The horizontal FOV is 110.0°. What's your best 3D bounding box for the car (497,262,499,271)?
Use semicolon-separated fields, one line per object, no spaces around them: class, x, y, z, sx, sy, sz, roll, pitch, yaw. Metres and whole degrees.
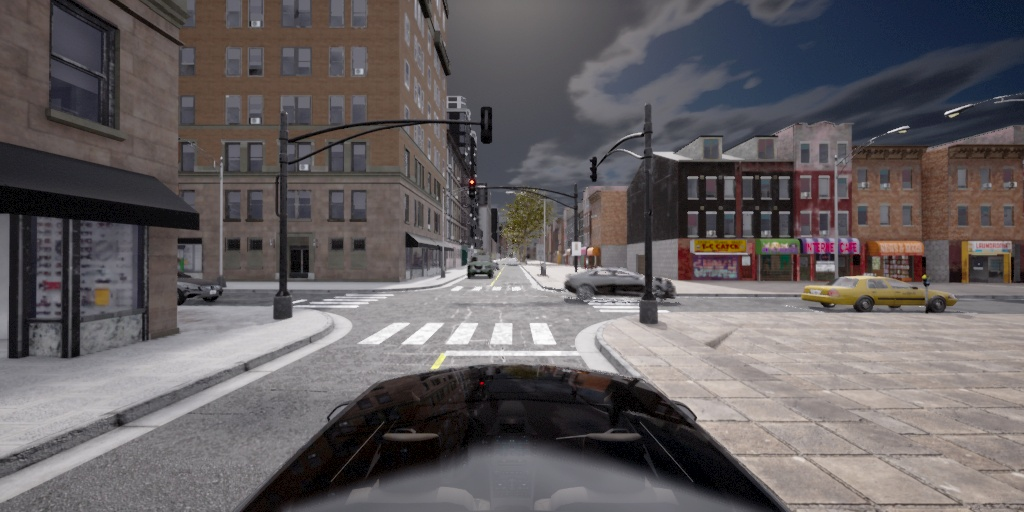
car;-2.852;1.289;49.790;1.994;1.385;4.181;0;0;0

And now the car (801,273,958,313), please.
car;13.881;1.346;13.655;4.829;1.417;1.751;0;0;0

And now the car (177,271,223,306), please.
car;-14.412;1.194;14.481;4.674;1.442;1.812;0;0;0

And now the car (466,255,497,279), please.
car;-2.858;0.954;33.198;2.150;2.045;5.566;0;0;0

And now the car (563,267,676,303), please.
car;4.788;1.265;16.378;4.902;1.511;2.128;0;0;11
